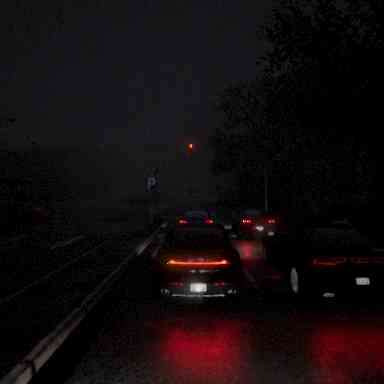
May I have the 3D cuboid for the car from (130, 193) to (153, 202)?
[{"bbox_3d":[-10.416,1.169,68.694,4.553,1.767,2.185,-1,0,-14],"label":"car"}]

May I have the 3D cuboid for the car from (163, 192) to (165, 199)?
[{"bbox_3d":[-9.310,1.329,77.696,4.674,1.452,2.002,-1,0,-13],"label":"car"}]

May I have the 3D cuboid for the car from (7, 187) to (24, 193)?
[{"bbox_3d":[-27.939,0.116,53.693,2.002,1.452,4.674,6,-3,-19],"label":"car"}]

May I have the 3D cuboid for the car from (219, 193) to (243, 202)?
[{"bbox_3d":[7.956,1.115,68.235,4.553,1.767,2.185,1,0,-13],"label":"car"}]

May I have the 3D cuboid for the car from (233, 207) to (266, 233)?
[{"bbox_3d":[3.235,1.543,17.913,1.812,1.442,4.674,0,0,1],"label":"car"}]

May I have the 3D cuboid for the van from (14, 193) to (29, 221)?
[{"bbox_3d":[-13.513,1.288,21.979,4.442,1.987,1.878,-1,0,-19],"label":"van"}]

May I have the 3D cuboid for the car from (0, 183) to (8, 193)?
[{"bbox_3d":[-30.933,-0.447,53.767,2.435,2.045,5.566,6,-3,-19],"label":"car"}]

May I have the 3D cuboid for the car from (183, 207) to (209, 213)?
[{"bbox_3d":[0.216,1.544,17.660,1.812,1.442,4.674,0,0,1],"label":"car"}]

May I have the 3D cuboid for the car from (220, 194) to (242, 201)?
[{"bbox_3d":[9.045,1.271,77.063,4.674,1.452,2.002,1,0,-12],"label":"car"}]

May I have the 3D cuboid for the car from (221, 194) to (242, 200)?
[{"bbox_3d":[9.430,1.267,79.999,4.674,1.452,2.002,1,0,-12],"label":"car"}]

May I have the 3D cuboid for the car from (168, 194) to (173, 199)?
[{"bbox_3d":[-8.085,1.324,86.675,4.674,1.452,2.002,-1,0,-12],"label":"car"}]

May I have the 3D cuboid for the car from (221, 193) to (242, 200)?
[{"bbox_3d":[9.810,1.097,82.927,4.553,1.767,2.185,1,0,-12],"label":"car"}]

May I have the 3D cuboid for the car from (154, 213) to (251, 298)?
[{"bbox_3d":[0.140,1.512,8.536,1.837,1.490,4.892,0,0,0],"label":"car"}]

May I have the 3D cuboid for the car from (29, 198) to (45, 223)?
[{"bbox_3d":[-13.525,1.394,24.957,4.553,1.767,2.185,-1,0,-19],"label":"car"}]

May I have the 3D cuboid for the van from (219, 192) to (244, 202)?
[{"bbox_3d":[7.559,1.017,65.267,4.442,1.987,1.878,1,0,-14],"label":"van"}]

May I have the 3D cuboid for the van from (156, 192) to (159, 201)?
[{"bbox_3d":[-9.937,1.065,71.732,4.442,1.987,1.878,-1,0,-14],"label":"van"}]

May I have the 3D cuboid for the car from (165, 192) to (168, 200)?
[{"bbox_3d":[-8.926,1.328,80.696,4.674,1.452,2.002,-1,0,-13],"label":"car"}]

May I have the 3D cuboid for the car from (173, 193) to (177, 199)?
[{"bbox_3d":[-7.622,1.030,89.679,5.566,2.045,2.435,-1,0,-12],"label":"car"}]

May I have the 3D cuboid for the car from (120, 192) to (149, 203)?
[{"bbox_3d":[-11.179,1.334,62.754,4.792,1.488,2.163,-1,0,-15],"label":"car"}]

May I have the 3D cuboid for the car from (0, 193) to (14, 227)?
[{"bbox_3d":[-13.642,1.260,18.943,5.566,2.045,2.435,-1,0,-19],"label":"car"}]

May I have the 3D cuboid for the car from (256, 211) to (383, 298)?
[{"bbox_3d":[3.140,1.485,8.573,1.882,1.535,5.008,0,0,0],"label":"car"}]

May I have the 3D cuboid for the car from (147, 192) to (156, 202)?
[{"bbox_3d":[-10.522,1.290,65.743,5.366,1.575,1.946,-1,0,-14],"label":"car"}]

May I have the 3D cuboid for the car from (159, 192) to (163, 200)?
[{"bbox_3d":[-9.696,1.292,74.702,4.892,1.521,2.231,-1,0,-13],"label":"car"}]

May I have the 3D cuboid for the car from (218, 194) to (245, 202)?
[{"bbox_3d":[8.505,1.236,71.226,5.366,1.575,1.946,1,0,-13],"label":"car"}]
